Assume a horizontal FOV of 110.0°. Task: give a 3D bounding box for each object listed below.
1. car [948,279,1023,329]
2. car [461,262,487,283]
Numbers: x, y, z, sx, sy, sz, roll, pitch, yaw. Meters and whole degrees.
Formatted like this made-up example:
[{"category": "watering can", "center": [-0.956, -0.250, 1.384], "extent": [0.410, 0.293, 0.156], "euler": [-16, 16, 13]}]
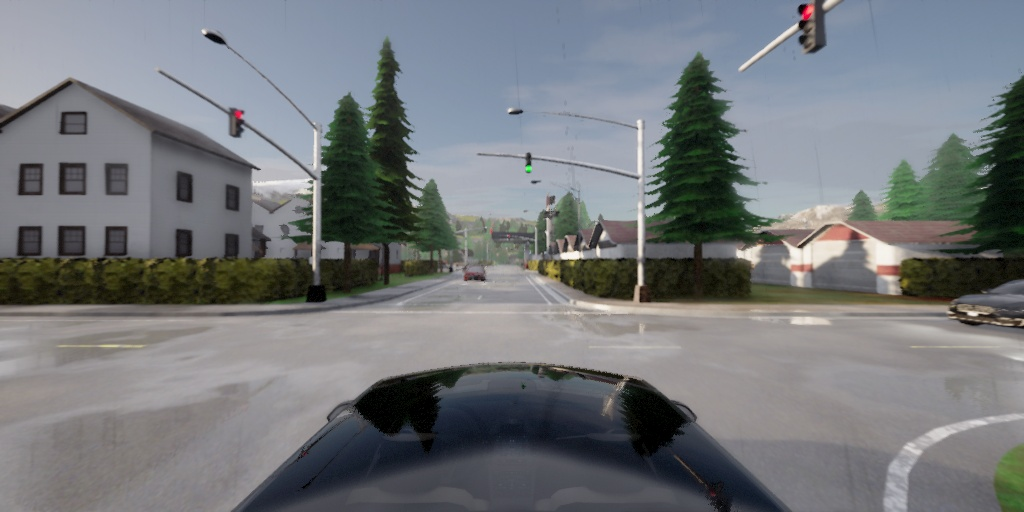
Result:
[{"category": "car", "center": [15.276, 1.346, 10.014], "extent": [4.892, 1.490, 1.837], "euler": [-1, -1, 0]}, {"category": "car", "center": [-3.488, 1.674, 34.607], "extent": [1.882, 1.535, 5.008], "euler": [0, 0, 0]}]
